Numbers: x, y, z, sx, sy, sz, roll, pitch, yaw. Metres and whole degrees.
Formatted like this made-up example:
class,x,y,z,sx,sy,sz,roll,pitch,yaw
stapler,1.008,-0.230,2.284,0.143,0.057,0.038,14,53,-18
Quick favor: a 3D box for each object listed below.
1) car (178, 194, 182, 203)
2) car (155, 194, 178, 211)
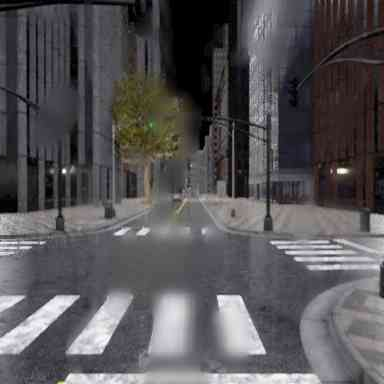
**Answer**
class,x,y,z,sx,sy,sz,roll,pitch,yaw
car,-2.887,1.123,61.486,1.882,1.535,5.008,0,0,0
car,-2.932,1.277,37.033,1.882,1.535,5.008,0,1,0
